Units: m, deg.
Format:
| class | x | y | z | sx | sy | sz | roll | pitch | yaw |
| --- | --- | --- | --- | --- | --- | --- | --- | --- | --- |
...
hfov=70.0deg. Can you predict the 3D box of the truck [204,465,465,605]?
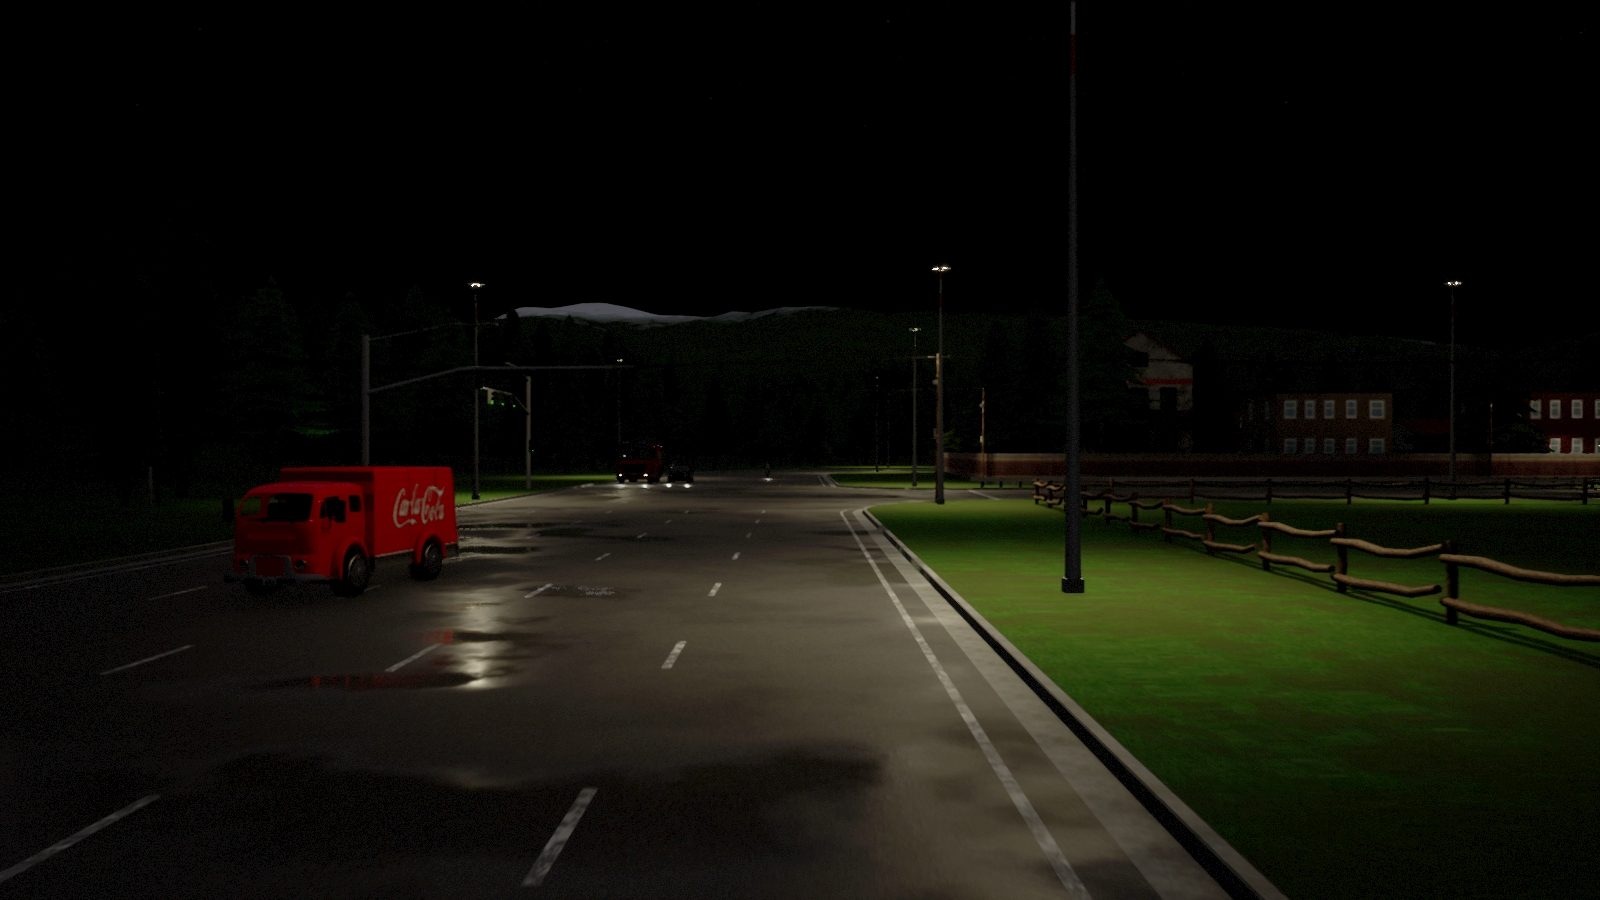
| class | x | y | z | sx | sy | sz | roll | pitch | yaw |
| --- | --- | --- | --- | --- | --- | --- | --- | --- | --- |
| truck | -9.268 | 1.574 | 23.427 | 2.627 | 2.467 | 5.204 | 0 | 0 | 9 |
